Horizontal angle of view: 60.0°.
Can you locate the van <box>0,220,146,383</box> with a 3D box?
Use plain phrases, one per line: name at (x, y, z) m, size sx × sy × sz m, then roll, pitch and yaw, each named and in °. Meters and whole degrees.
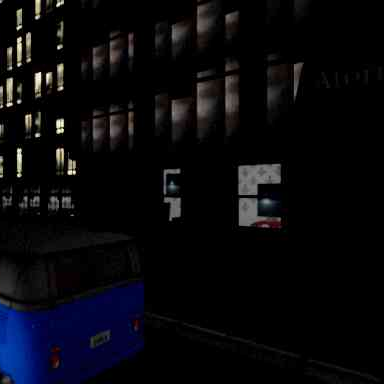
van at (-2.491, 1.341, 4.649) m, size 3.998 × 1.788 × 1.690 m, roll 0°, pitch 0°, yaw 35°
